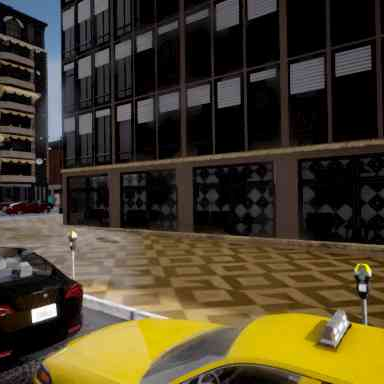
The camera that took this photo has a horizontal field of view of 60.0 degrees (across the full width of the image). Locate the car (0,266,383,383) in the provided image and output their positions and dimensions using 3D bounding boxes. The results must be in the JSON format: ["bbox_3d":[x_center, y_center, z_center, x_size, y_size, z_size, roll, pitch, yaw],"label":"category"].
[{"bbox_3d":[0.736,1.526,2.367,4.829,1.417,1.752,0,-1,35],"label":"car"}]

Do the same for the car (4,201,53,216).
[{"bbox_3d":[-15.731,1.581,31.896,1.802,1.307,4.206,-2,-1,35],"label":"car"}]

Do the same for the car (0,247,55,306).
[{"bbox_3d":[-3.565,1.568,5.413,4.313,1.339,1.947,0,-1,35],"label":"car"}]

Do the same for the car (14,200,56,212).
[{"bbox_3d":[-19.391,1.743,41.247,1.947,1.339,4.313,-2,-1,35],"label":"car"}]
